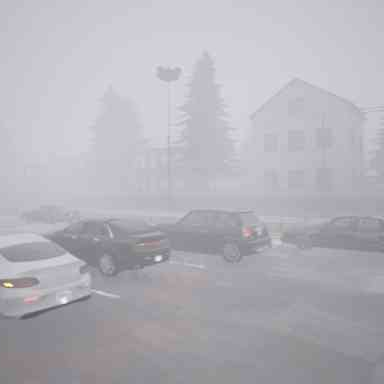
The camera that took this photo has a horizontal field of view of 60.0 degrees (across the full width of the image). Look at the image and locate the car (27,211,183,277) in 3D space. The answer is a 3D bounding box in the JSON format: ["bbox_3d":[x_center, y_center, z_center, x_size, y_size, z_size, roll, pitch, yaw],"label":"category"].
[{"bbox_3d":[-2.862,1.534,10.336,4.892,1.490,1.837,0,0,36],"label":"car"}]

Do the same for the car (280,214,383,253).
[{"bbox_3d":[6.163,1.555,12.495,5.357,1.411,2.033,0,0,36],"label":"car"}]

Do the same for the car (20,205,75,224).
[{"bbox_3d":[-10.344,1.625,24.275,5.357,1.411,2.033,0,0,36],"label":"car"}]

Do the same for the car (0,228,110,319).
[{"bbox_3d":[-4.004,1.550,6.851,4.674,1.442,1.812,0,0,36],"label":"car"}]

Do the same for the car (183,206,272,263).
[{"bbox_3d":[0.511,1.374,12.228,4.553,1.767,2.097,0,0,36],"label":"car"}]
